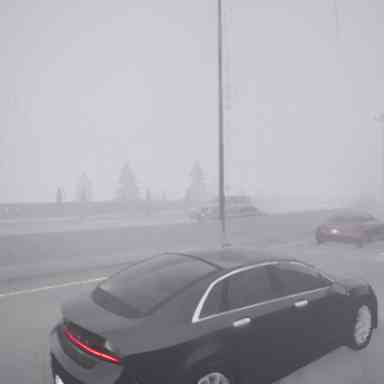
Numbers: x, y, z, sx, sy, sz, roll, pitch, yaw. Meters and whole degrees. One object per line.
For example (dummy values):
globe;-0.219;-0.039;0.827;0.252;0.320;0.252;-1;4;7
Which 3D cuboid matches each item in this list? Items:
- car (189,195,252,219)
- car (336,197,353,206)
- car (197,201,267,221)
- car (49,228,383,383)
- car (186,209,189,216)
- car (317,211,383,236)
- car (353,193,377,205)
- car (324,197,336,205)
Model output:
car;2.646;1.277;25.444;2.150;2.045;5.566;0;0;43
car;26.747;1.544;56.894;2.128;1.511;4.902;-1;0;37
car;2.801;1.542;20.602;1.837;1.490;4.892;0;0;45
car;0.708;1.510;4.538;4.892;1.490;1.837;0;0;-37
car;1.634;1.679;29.531;1.895;1.301;4.718;0;0;41
car;7.227;1.563;14.907;4.181;1.385;1.994;0;0;-44
car;27.254;1.248;51.711;2.150;2.045;5.566;-1;0;37
car;26.211;1.618;62.011;2.033;1.411;5.357;-1;0;37
